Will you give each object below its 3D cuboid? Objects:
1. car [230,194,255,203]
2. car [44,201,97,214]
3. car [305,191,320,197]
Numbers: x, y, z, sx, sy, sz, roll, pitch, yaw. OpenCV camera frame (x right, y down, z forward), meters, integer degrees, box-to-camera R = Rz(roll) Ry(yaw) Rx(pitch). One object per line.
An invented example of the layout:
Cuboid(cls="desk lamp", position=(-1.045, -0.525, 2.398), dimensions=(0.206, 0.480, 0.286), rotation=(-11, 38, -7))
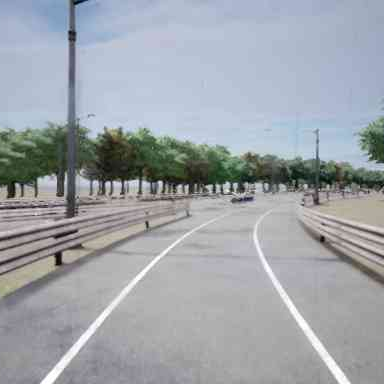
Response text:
Cuboid(cls="car", position=(7.967, 1.030, 51.977), dimensions=(1.895, 1.301, 4.718), rotation=(1, 2, 40))
Cuboid(cls="car", position=(-10.685, 1.523, 29.546), dimensions=(1.812, 1.442, 4.674), rotation=(1, 2, 40))
Cuboid(cls="car", position=(27.194, 0.366, 75.096), dimensions=(2.033, 1.411, 5.357), rotation=(1, 2, 40))
